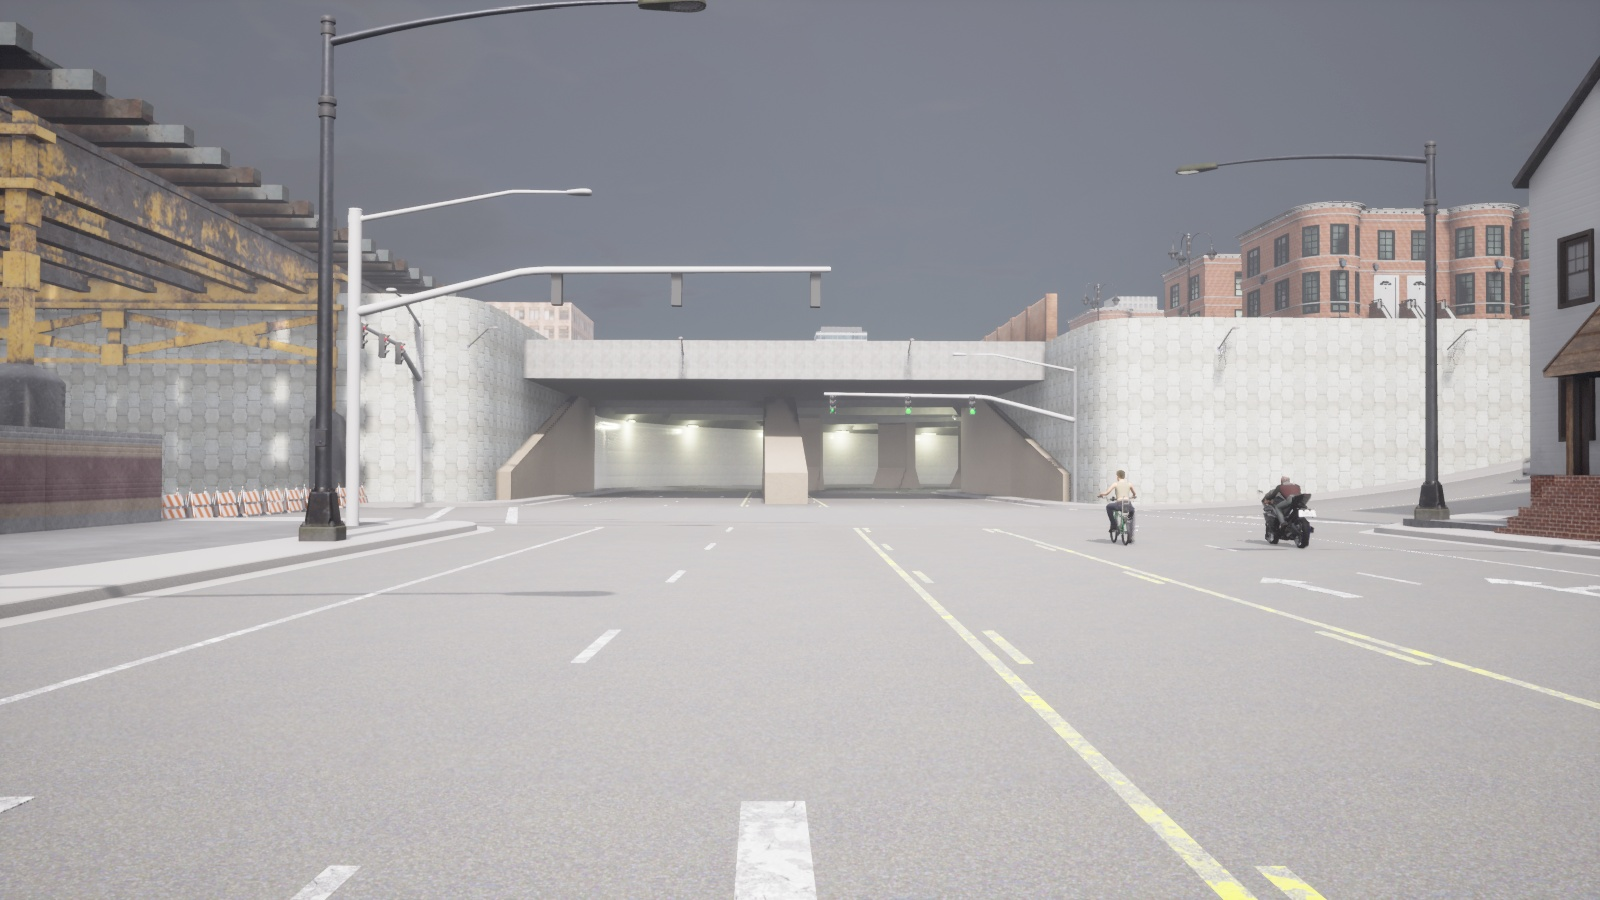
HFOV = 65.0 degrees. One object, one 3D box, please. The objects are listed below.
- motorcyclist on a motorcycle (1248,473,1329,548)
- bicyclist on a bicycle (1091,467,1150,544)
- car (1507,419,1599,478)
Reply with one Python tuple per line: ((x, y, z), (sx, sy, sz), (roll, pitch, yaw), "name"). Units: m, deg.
((10.421, 1.258, 26.870), (0.866, 1.530, 2.191), (0, -1, 0), "motorcyclist on a motorcycle")
((6.927, 1.179, 27.178), (0.866, 1.612, 1.509), (0, -1, -1), "bicyclist on a bicycle")
((29.329, -0.202, 46.498), (4.902, 1.511, 2.128), (-12, -1, -1), "car")
